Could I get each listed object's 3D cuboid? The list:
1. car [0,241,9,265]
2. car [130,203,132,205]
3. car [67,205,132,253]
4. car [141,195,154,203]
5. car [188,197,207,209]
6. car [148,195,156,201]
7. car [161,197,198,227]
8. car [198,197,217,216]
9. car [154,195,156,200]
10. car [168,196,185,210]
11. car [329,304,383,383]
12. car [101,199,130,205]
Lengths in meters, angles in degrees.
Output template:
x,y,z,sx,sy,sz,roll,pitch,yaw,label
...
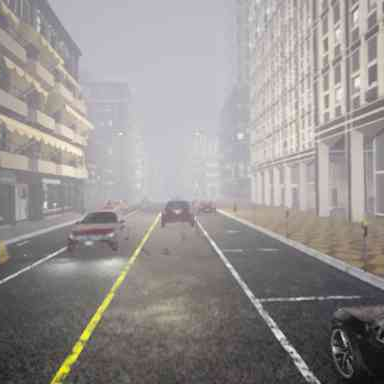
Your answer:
x,y,z,sx,sy,sz,roll,pitch,yaw,label
-5.987,1.587,7.481,1.752,1.417,4.829,-1,0,-3,car
-7.439,1.535,35.856,1.802,1.307,4.206,-1,0,-3,car
-3.715,1.519,13.930,1.812,1.442,4.674,-1,0,-3,car
-8.885,1.407,64.062,2.008,1.369,4.403,-1,0,-3,car
0.639,1.344,41.926,2.008,1.369,4.403,-1,0,-3,car
-9.884,1.380,82.601,1.802,1.307,4.206,-1,0,-3,car
-0.967,1.260,22.401,2.097,1.767,4.553,-1,0,-3,car
1.217,1.379,30.643,1.887,1.381,4.507,-1,0,-3,car
-9.173,1.389,69.703,2.008,1.369,4.403,-1,0,-3,car
-1.908,1.318,40.794,1.882,1.535,5.008,-1,0,-3,car
2.663,1.509,2.438,1.947,1.339,4.313,-1,0,-3,car
-7.153,1.415,30.214,1.967,1.590,4.097,-1,0,-3,car
